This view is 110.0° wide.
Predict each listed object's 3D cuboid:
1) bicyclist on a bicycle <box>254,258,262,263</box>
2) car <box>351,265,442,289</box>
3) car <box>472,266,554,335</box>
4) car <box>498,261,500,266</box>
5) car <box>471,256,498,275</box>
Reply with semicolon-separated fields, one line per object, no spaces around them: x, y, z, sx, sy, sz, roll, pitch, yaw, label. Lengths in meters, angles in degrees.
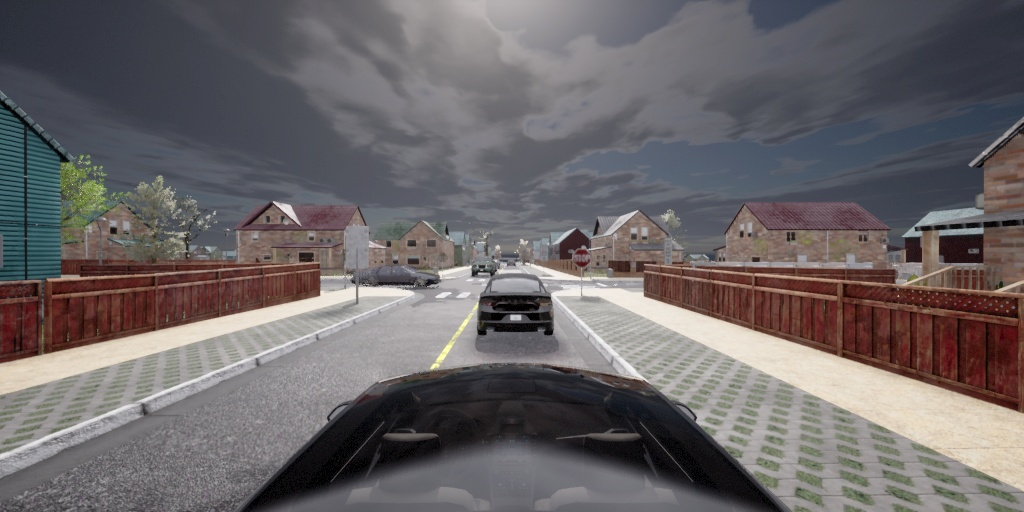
-20.213;0.956;28.553;0.582;1.620;1.656;0;0;0;bicyclist on a bicycle
-7.276;1.286;22.758;5.357;1.411;2.033;0;0;0;car
0.082;1.228;10.489;1.882;1.535;5.008;0;0;0;car
-2.942;1.345;47.803;1.837;1.490;4.892;0;0;0;car
-2.931;1.021;37.418;2.150;2.045;5.566;0;0;0;car
